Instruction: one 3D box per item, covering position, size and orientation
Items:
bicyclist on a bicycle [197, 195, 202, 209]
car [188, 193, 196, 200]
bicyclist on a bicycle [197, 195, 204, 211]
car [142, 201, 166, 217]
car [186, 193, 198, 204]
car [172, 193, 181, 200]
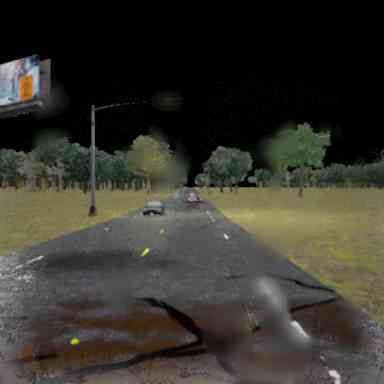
[{"bbox_3d":[0.948,1.265,44.368,0.659,1.776,1.843,0,1,0],"label":"bicyclist on a bicycle"},{"bbox_3d":[-0.020,0.964,75.338,1.882,1.535,5.008,0,1,0],"label":"car"},{"bbox_3d":[0.950,1.369,35.396,0.659,1.776,1.843,0,1,0],"label":"bicyclist on a bicycle"},{"bbox_3d":[-3.605,1.568,32.583,2.033,1.411,5.357,0,0,0],"label":"car"},{"bbox_3d":[0.034,1.284,58.449,1.994,1.385,4.181,0,1,0],"label":"car"},{"bbox_3d":[-3.520,0.962,74.330,1.837,1.490,4.892,0,1,0],"label":"car"}]
